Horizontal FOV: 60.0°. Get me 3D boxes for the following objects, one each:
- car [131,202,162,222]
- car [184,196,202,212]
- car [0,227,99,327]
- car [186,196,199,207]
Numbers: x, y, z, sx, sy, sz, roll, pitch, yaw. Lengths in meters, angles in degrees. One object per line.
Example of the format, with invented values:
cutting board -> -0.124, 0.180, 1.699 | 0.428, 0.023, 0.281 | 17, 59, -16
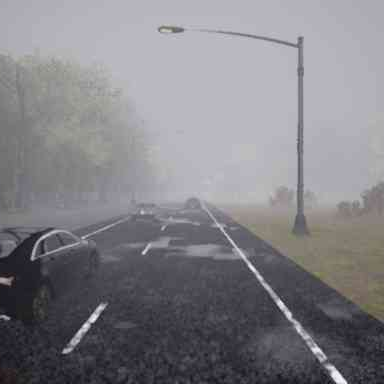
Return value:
car -> -3.392, 1.463, 25.331 | 2.033, 1.411, 5.357 | 0, 0, 0
car -> 0.113, 1.354, 37.223 | 1.882, 1.535, 5.008 | 0, 0, 0
car -> -3.398, 1.467, 6.966 | 2.128, 1.511, 4.902 | 0, 0, 0
car -> 0.034, 1.346, 48.730 | 1.837, 1.490, 4.892 | 0, 1, 0
